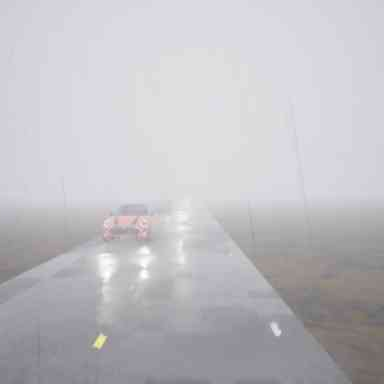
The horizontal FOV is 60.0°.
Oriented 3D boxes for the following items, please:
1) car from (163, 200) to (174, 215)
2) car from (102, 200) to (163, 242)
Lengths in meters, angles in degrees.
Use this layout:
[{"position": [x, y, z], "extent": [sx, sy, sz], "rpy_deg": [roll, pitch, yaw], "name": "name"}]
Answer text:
[{"position": [-2.765, 1.460, 32.435], "extent": [2.033, 1.411, 5.357], "rpy_deg": [0, 0, 0], "name": "car"}, {"position": [-2.801, 1.319, 16.036], "extent": [2.097, 1.767, 4.553], "rpy_deg": [0, 0, 0], "name": "car"}]
